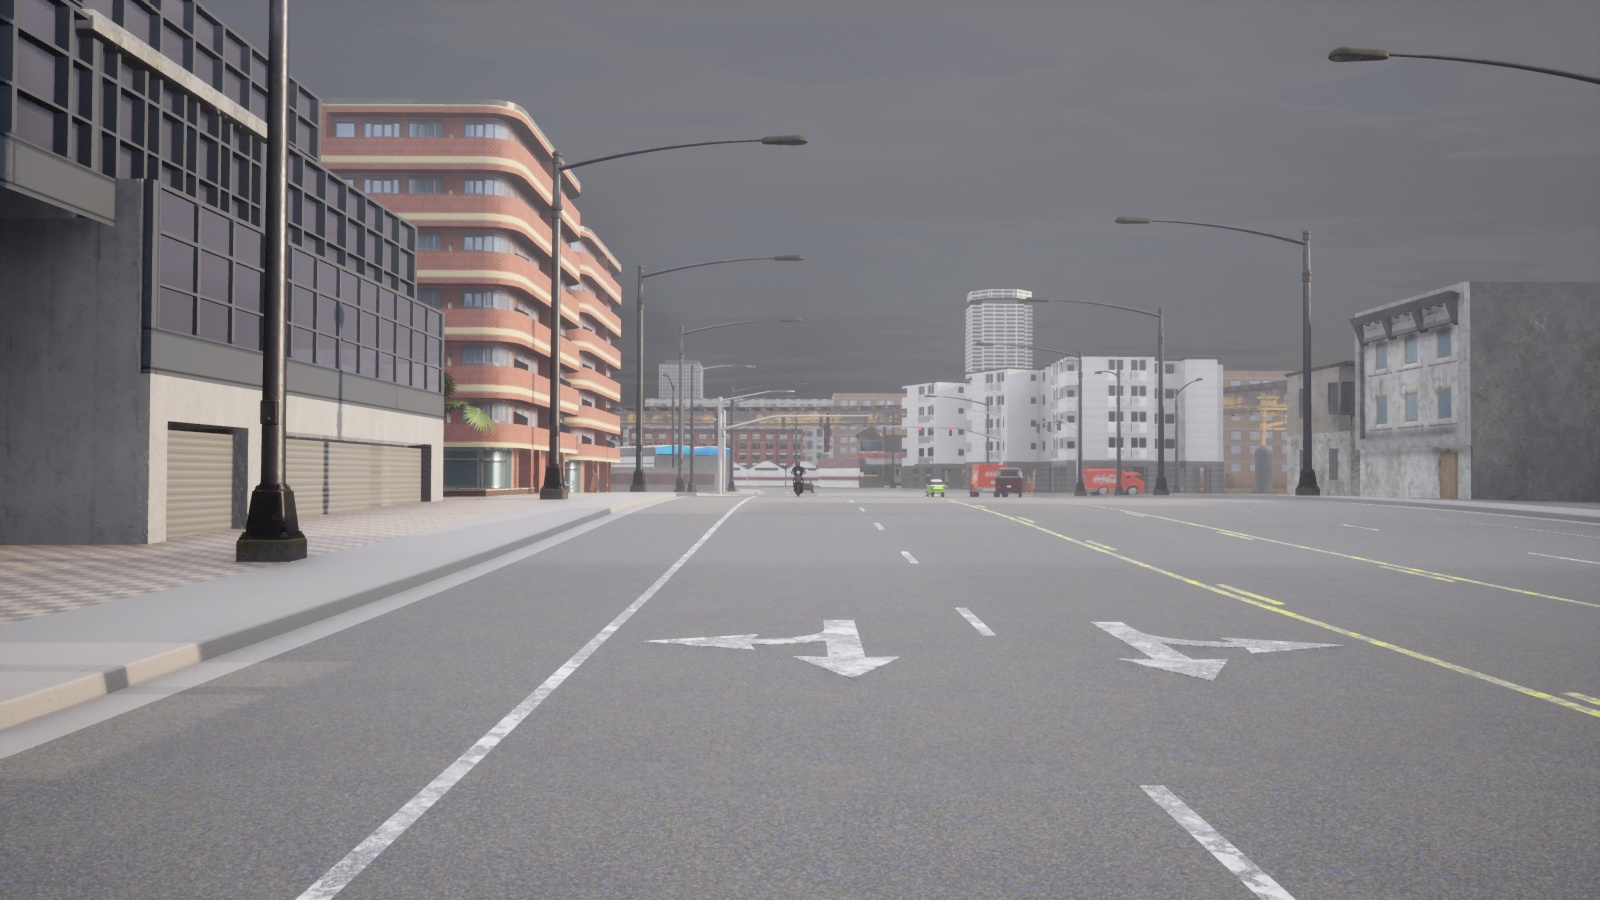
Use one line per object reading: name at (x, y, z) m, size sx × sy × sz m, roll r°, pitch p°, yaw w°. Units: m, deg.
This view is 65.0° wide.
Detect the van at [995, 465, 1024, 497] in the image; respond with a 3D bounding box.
van at (13.680, 2.049, 82.197) m, size 1.775 × 1.987 × 4.442 m, roll 0°, pitch -2°, yaw 9°

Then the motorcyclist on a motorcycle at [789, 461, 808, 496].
motorcyclist on a motorcycle at (-0.067, 1.302, 56.725) m, size 0.866 × 1.590 × 1.817 m, roll 0°, pitch -2°, yaw 0°

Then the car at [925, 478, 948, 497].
car at (10.393, 2.841, 95.568) m, size 1.481 × 1.376 × 2.207 m, roll 0°, pitch -2°, yaw 0°

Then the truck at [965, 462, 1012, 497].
truck at (13.898, 2.197, 92.835) m, size 2.627 × 2.467 × 5.204 m, roll 0°, pitch -2°, yaw 0°
